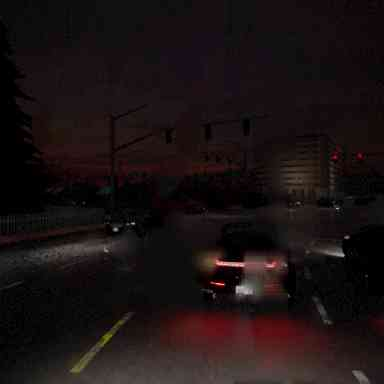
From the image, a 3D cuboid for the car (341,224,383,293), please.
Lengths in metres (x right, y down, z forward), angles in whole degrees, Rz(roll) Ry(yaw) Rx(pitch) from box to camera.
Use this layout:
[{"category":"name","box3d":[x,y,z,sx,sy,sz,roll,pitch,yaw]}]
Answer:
[{"category":"car","box3d":[5.175,1.547,8.523,2.033,1.411,5.357,0,0,16]}]

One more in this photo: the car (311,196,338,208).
[{"category":"car","box3d":[19.166,1.547,47.874,2.033,1.411,5.357,0,0,32]}]

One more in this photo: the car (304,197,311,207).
[{"category":"car","box3d":[18.145,1.525,52.879,1.812,1.442,4.674,0,0,32]}]

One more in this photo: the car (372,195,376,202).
[{"category":"car","box3d":[42.696,1.525,79.362,2.128,1.511,4.902,0,0,32]}]

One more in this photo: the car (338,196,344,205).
[{"category":"car","box3d":[24.615,1.491,56.698,2.128,1.511,4.902,0,0,32]}]

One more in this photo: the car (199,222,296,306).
[{"category":"car","box3d":[1.424,1.492,8.149,2.128,1.511,4.902,0,0,12]}]

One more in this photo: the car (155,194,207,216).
[{"category":"car","box3d":[-1.286,1.277,33.312,5.566,2.045,2.150,0,0,28]}]

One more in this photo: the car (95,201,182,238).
[{"category":"car","box3d":[-2.668,1.491,17.827,2.128,1.511,4.902,0,0,22]}]

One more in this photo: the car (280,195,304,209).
[{"category":"car","box3d":[13.396,1.505,45.178,1.837,1.490,4.892,0,0,32]}]

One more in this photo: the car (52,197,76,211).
[{"category":"car","box3d":[-15.559,1.408,42.024,4.553,1.767,2.097,0,0,32]}]

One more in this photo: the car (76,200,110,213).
[{"category":"car","box3d":[-8.919,1.603,33.760,5.357,1.411,2.033,0,0,32]}]

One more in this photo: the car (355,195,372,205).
[{"category":"car","box3d":[29.685,1.477,57.953,1.882,1.535,5.008,0,0,32]}]
